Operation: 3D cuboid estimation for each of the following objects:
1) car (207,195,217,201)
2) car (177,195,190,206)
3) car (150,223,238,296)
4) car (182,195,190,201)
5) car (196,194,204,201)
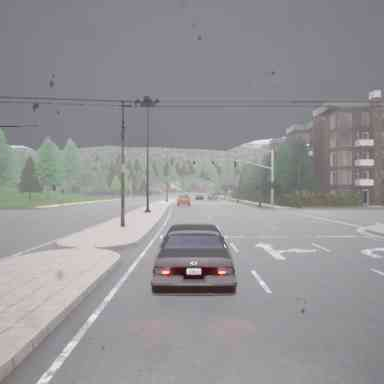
[{"bbox_3d":[5.483,1.531,85.414,2.033,1.411,5.357,0,0,0],"label":"car"},{"bbox_3d":[-1.354,1.347,54.543,2.097,1.767,4.553,0,0,-1],"label":"car"},{"bbox_3d":[0.043,1.547,8.798,2.033,1.411,5.357,0,0,0],"label":"car"},{"bbox_3d":[-1.517,1.515,85.368,1.812,1.442,4.674,0,0,0],"label":"car"},{"bbox_3d":[1.983,1.469,85.406,1.882,1.535,5.008,0,0,0],"label":"car"}]
